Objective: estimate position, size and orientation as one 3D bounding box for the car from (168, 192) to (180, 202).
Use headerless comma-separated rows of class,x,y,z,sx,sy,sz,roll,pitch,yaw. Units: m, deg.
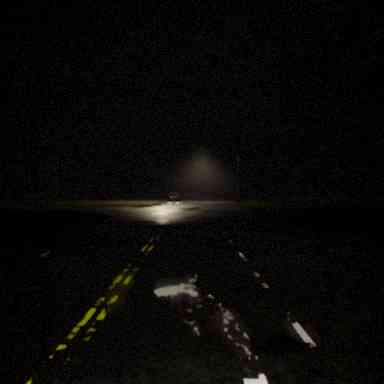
car,-3.605,0.982,67.166,2.150,2.045,5.566,0,0,0
